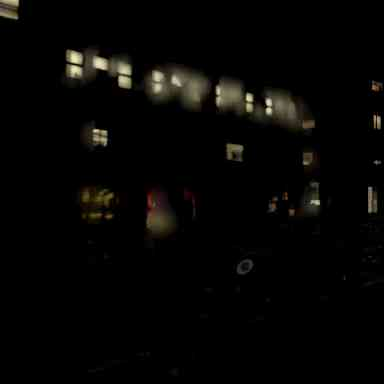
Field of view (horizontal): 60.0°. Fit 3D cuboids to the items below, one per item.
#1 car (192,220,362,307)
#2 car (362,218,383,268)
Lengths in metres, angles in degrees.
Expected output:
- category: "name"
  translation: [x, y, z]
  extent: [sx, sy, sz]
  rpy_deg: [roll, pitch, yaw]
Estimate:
- category: "car"
  translation: [1.954, 1.455, 7.958]
  extent: [4.097, 1.590, 1.967]
  rpy_deg: [0, 0, -36]
- category: "car"
  translation: [6.450, 1.581, 11.166]
  extent: [4.403, 1.369, 2.008]
  rpy_deg: [0, 0, -36]
